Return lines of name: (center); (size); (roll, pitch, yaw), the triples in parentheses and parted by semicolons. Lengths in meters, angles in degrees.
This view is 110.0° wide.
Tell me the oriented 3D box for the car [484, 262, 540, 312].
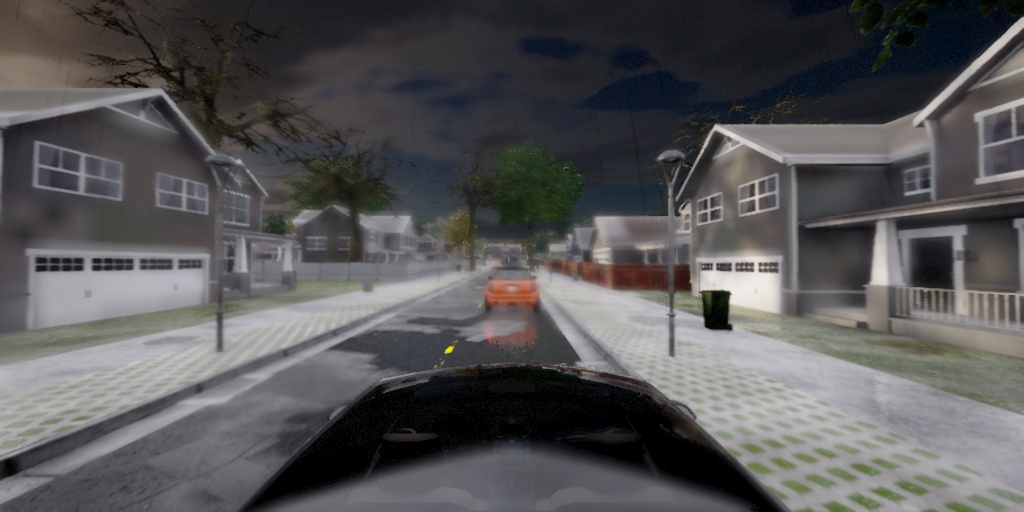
car: (0.023, 1.242, 15.262); (2.097, 1.767, 4.553); (0, -1, 0)
